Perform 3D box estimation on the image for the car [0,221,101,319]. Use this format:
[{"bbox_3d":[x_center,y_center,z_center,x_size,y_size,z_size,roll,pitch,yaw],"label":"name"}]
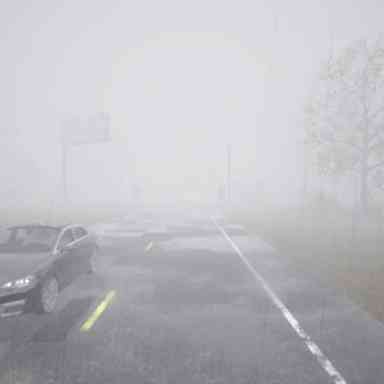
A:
[{"bbox_3d":[-3.502,1.483,7.599,2.128,1.511,4.902,0,0,0],"label":"car"}]
